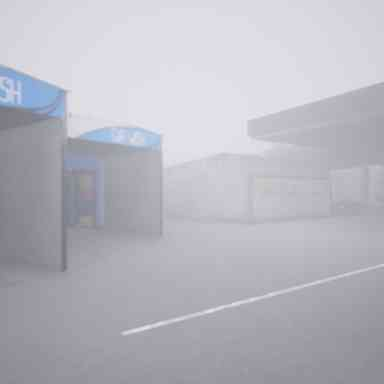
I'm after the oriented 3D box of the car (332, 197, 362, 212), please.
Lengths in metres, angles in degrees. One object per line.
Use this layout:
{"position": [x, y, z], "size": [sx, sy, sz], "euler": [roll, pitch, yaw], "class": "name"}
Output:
{"position": [16.875, 1.426, 37.000], "size": [4.611, 1.667, 2.242], "euler": [0, 0, -36], "class": "car"}
